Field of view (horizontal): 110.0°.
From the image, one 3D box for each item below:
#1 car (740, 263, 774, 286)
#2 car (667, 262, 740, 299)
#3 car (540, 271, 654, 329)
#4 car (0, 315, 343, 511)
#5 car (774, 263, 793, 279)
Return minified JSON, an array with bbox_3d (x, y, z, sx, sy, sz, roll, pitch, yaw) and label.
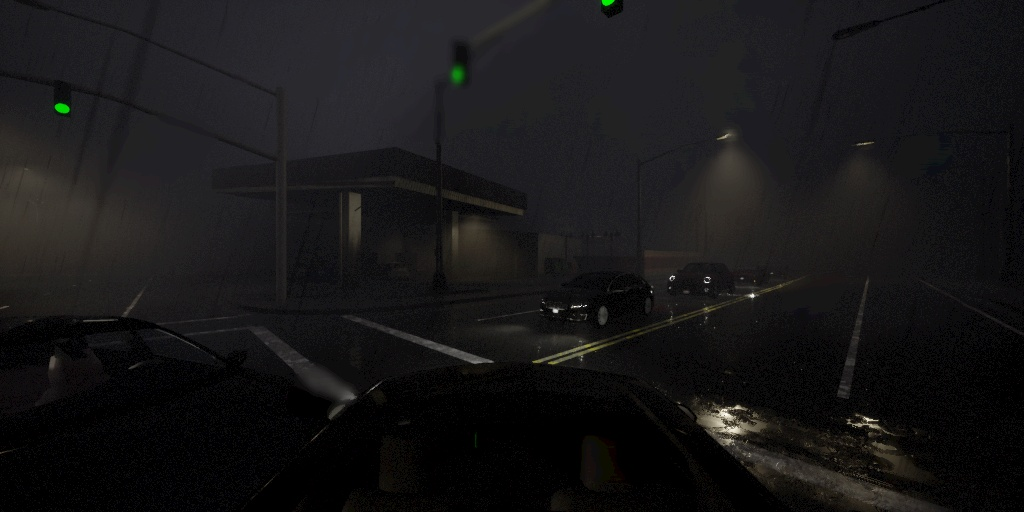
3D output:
[{"bbox_3d":[16.688,1.314,25.277,1.994,1.385,4.181,0,0,44],"label":"car"},{"bbox_3d":[9.750,1.102,18.378,4.553,1.767,2.097,0,0,-45],"label":"car"},{"bbox_3d":[2.900,1.255,11.543,1.837,1.490,4.892,0,0,45],"label":"car"},{"bbox_3d":[-3.417,1.242,2.536,4.902,1.511,2.128,0,0,15],"label":"car"},{"bbox_3d":[23.833,1.314,32.319,4.181,1.385,1.994,0,0,-44],"label":"car"}]
